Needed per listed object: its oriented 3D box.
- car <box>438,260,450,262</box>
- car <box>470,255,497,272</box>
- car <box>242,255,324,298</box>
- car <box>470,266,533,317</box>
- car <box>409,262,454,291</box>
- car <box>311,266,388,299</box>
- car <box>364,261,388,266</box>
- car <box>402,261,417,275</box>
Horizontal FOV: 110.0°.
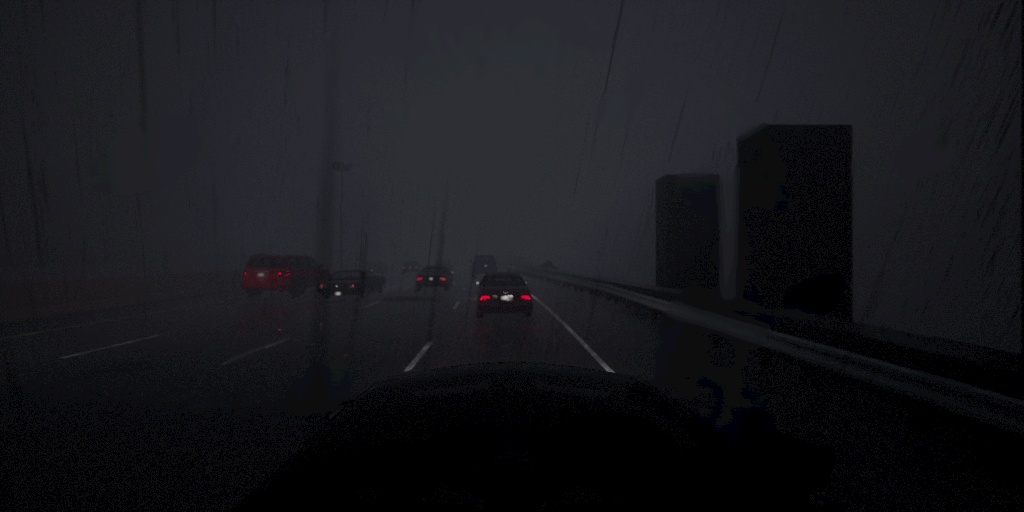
[{"bbox_3d":[-7.799,1.190,41.061,2.128,1.511,4.902,0,0,-12],"label":"car"},{"bbox_3d":[-2.605,0.923,32.621,2.150,2.045,5.566,0,0,-9],"label":"car"},{"bbox_3d":[-11.334,0.966,18.545,2.150,2.045,5.566,0,0,-5],"label":"car"},{"bbox_3d":[-0.348,1.278,13.078,2.033,1.411,5.357,0,0,-4],"label":"car"},{"bbox_3d":[-4.624,1.272,21.759,2.033,1.411,5.357,0,0,-6],"label":"car"},{"bbox_3d":[-7.764,1.339,17.815,1.895,1.301,4.718,0,0,-5],"label":"car"},{"bbox_3d":[-14.181,1.210,37.375,2.128,1.511,4.902,0,0,-11],"label":"car"},{"bbox_3d":[-10.942,1.256,39.172,2.033,1.411,5.357,0,0,-12],"label":"car"}]
